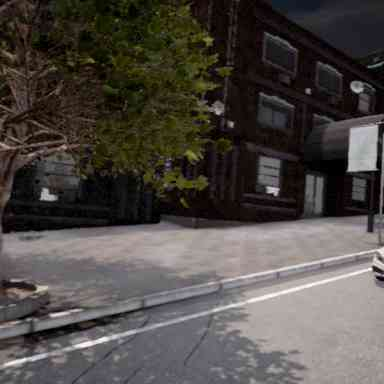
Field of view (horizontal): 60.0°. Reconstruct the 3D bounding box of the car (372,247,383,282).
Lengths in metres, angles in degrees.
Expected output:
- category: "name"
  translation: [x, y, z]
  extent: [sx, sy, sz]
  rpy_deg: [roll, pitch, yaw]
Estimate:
- category: "car"
  translation: [6.586, 1.546, 8.686]
  extent: [4.674, 1.442, 1.812]
  rpy_deg: [0, 0, -35]
